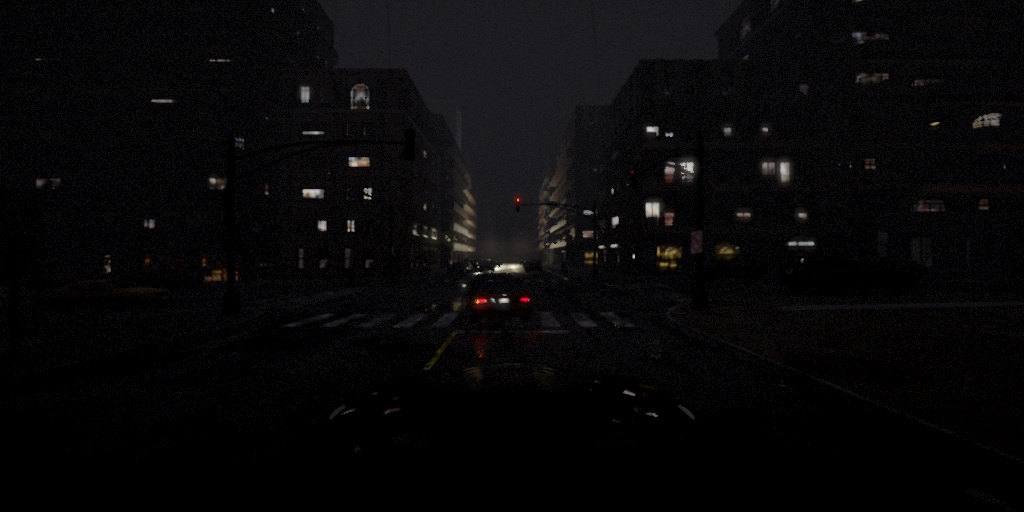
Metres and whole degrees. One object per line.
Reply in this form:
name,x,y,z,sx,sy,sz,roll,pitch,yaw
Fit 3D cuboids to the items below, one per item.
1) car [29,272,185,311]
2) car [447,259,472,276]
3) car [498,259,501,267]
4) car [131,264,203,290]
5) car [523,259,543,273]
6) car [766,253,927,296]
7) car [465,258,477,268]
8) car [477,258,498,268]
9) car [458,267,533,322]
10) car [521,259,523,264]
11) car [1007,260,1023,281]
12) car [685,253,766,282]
car,-17.632,1.582,15.692,4.829,1.417,1.751,0,0,0
car,-5.692,1.315,38.018,1.948,1.339,4.313,0,0,0
car,-3.034,1.249,63.458,2.128,1.511,4.902,0,0,1
car,-23.600,1.458,23.988,5.009,1.841,2.192,0,0,0
car,2.688,1.191,43.703,1.967,1.591,4.097,0,0,0
car,14.708,0.772,15.975,5.009,1.841,2.192,0,0,0
car,-5.692,1.276,43.531,1.751,1.417,4.829,0,0,0
car,-3.094,1.277,44.941,1.812,1.442,4.674,0,0,0
car,-0.663,1.290,12.360,2.033,1.411,5.357,-1,0,-10
car,2.688,1.192,49.385,1.967,1.591,4.097,0,0,0
car,25.802,0.816,16.072,4.313,1.339,1.948,0,0,0
car,14.574,0.755,24.355,5.009,1.841,2.192,0,0,0
